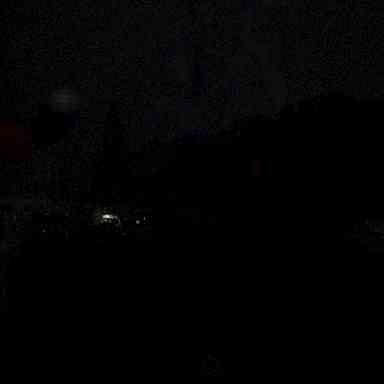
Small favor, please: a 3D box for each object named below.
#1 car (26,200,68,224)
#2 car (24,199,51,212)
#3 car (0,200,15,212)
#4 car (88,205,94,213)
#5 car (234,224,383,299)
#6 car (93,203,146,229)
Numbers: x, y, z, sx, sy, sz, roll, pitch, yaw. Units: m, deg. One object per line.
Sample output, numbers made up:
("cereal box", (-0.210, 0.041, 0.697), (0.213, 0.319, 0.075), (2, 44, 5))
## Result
("car", (-11.948, 1.746, 27.768), (1.882, 1.535, 5.008), (2, -1, -39))
("car", (-20.537, 1.881, 43.648), (1.882, 1.535, 5.008), (2, -2, -39))
("car", (-24.430, 1.819, 43.322), (1.882, 1.535, 5.008), (2, -1, -39))
("car", (-11.829, 2.115, 43.409), (2.033, 1.411, 5.357), (2, -1, -39))
("car", (3.531, 1.556, 8.670), (2.033, 1.411, 5.357), (2, -2, -39))
("car", (-5.236, 1.827, 24.641), (1.837, 1.490, 4.892), (2, -2, -39))
